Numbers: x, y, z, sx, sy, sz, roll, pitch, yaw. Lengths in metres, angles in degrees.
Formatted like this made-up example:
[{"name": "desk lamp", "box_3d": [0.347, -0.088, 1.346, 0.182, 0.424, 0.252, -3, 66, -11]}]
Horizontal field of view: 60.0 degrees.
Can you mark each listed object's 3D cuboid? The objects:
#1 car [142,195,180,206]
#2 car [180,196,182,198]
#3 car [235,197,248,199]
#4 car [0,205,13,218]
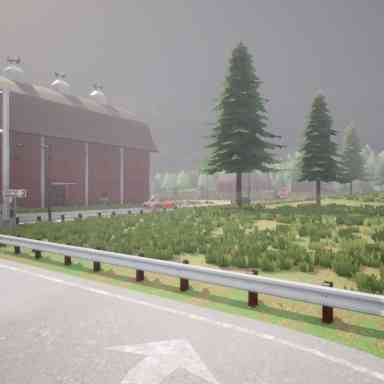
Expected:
[{"name": "car", "box_3d": [-3.956, 1.379, 39.994, 2.097, 1.767, 4.553, 0, 0, 37]}, {"name": "car", "box_3d": [-4.305, 1.532, 85.492, 1.816, 1.474, 4.193, 0, 0, 36]}, {"name": "car", "box_3d": [8.294, 1.555, 56.376, 1.837, 1.490, 4.892, 0, 0, 37]}, {"name": "car", "box_3d": [-15.678, 1.531, 24.149, 1.837, 1.490, 4.892, 0, 0, 36]}]
